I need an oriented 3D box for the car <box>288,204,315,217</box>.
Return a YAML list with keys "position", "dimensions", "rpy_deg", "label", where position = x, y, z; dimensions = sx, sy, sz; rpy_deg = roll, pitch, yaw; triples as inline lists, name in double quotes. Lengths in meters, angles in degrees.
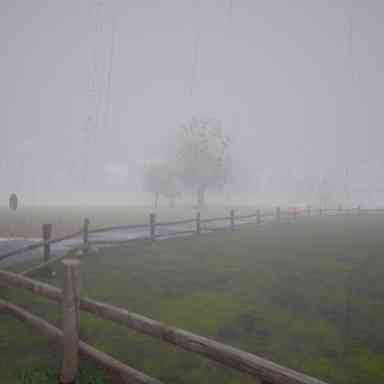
- position: [13.077, 2.128, 39.601]
  dimensions: [1.882, 1.535, 5.008]
  rpy_deg: [0, -1, 38]
  label: "car"
